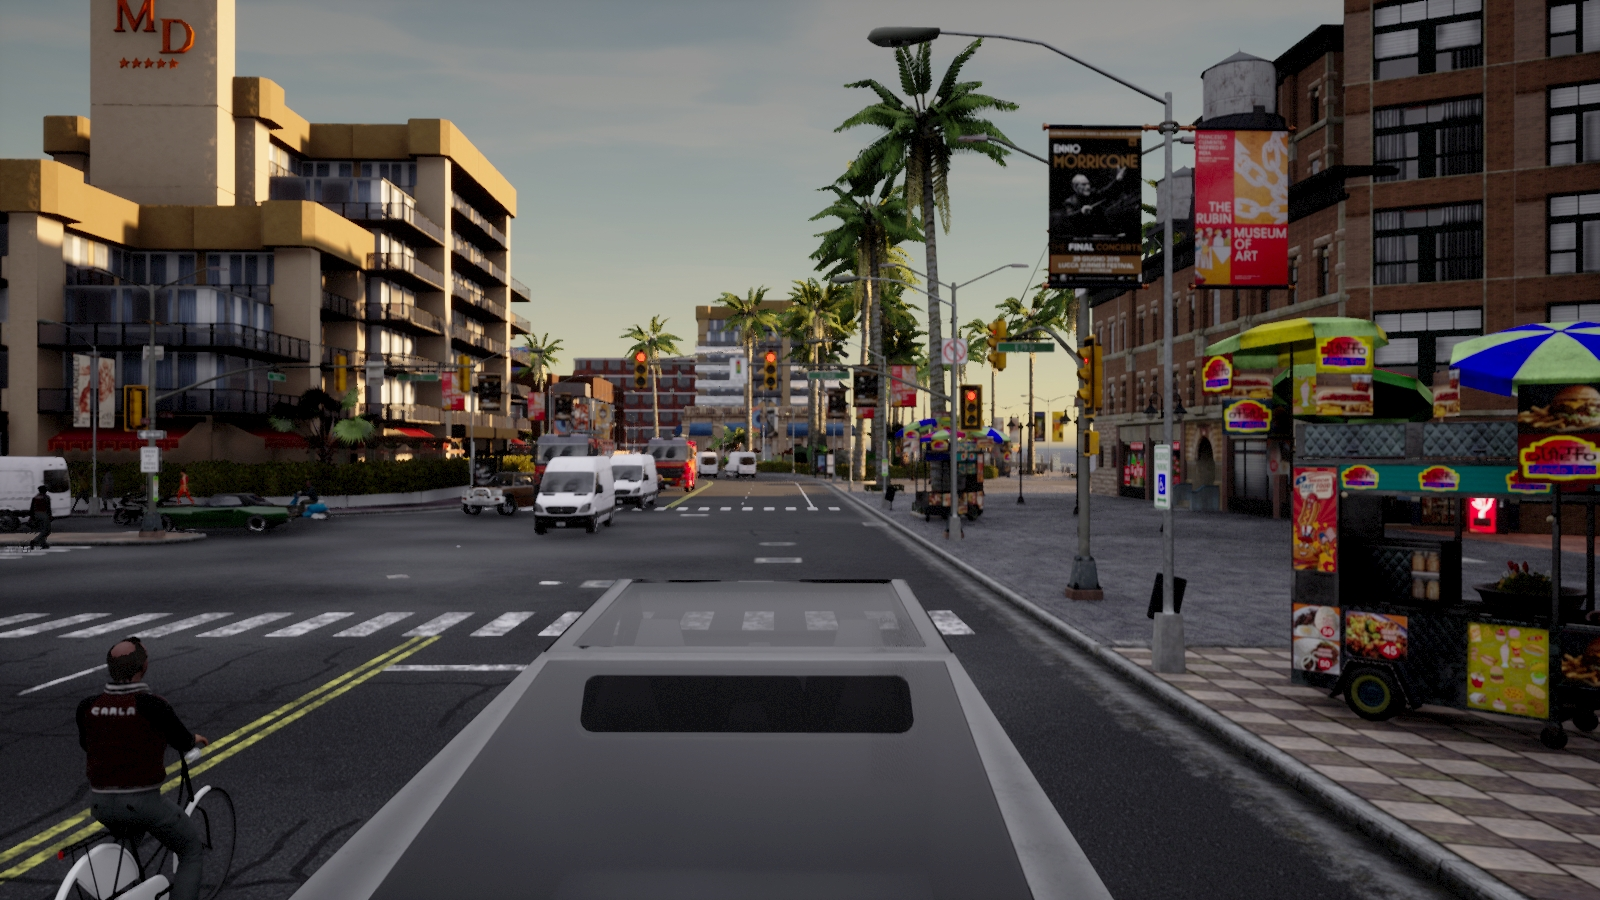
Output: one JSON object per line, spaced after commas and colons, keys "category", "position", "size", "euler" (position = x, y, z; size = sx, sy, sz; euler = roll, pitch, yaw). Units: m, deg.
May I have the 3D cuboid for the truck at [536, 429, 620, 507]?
{"category": "truck", "position": [-11.498, 0.867, 60.013], "size": [2.891, 3.827, 8.468], "euler": [0, 0, -1]}

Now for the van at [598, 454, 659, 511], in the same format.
{"category": "van", "position": [-8.258, 1.512, 55.533], "size": [1.988, 2.561, 5.915], "euler": [0, 0, 1]}

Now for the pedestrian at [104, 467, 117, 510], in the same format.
{"category": "pedestrian", "position": [-29.822, 1.676, 49.422], "size": [0.375, 1.860, 0.375], "euler": [0, 0, -2]}

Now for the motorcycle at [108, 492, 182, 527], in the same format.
{"category": "motorcycle", "position": [-24.279, 2.188, 42.378], "size": [2.209, 1.251, 0.867], "euler": [0, -1, -9]}

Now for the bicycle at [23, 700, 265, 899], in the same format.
{"category": "bicycle", "position": [-3.625, 2.207, 6.485], "size": [0.329, 1.171, 1.835], "euler": [0, 0, 0]}

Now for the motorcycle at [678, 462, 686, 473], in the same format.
{"category": "motorcycle", "position": [-14.215, 2.128, 137.647], "size": [0.856, 1.236, 1.805], "euler": [0, 0, -1]}

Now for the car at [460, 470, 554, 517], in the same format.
{"category": "car", "position": [-12.706, 1.845, 49.797], "size": [1.932, 1.855, 4.605], "euler": [0, 0, 15]}

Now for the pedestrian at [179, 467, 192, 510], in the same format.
{"category": "pedestrian", "position": [-26.638, 1.676, 49.532], "size": [0.375, 1.860, 0.375], "euler": [0, 0, -2]}

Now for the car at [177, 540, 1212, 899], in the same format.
{"category": "car", "position": [-0.214, 1.751, 5.773], "size": [2.390, 2.098, 6.274], "euler": [0, 0, 1]}

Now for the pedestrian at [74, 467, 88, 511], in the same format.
{"category": "pedestrian", "position": [-30.781, 1.678, 48.940], "size": [0.375, 1.860, 0.375], "euler": [0, 0, -2]}

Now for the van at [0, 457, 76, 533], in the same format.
{"category": "van", "position": [-28.698, 1.518, 39.499], "size": [5.915, 2.561, 1.988], "euler": [0, 0, -5]}

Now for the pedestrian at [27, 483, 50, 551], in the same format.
{"category": "pedestrian", "position": [-21.047, 1.836, 31.594], "size": [0.375, 1.860, 0.375], "euler": [0, 0, 4]}

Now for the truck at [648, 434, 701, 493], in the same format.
{"category": "truck", "position": [-8.392, 0.860, 77.431], "size": [2.891, 3.827, 8.468], "euler": [0, 0, -2]}

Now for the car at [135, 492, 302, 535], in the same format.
{"category": "car", "position": [-19.765, 2.139, 39.023], "size": [4.718, 1.301, 1.895], "euler": [0, 0, -11]}

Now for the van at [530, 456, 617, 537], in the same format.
{"category": "van", "position": [-7.786, 1.518, 39.868], "size": [1.988, 2.561, 5.915], "euler": [0, 0, -1]}
